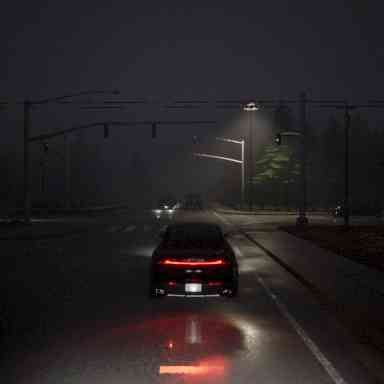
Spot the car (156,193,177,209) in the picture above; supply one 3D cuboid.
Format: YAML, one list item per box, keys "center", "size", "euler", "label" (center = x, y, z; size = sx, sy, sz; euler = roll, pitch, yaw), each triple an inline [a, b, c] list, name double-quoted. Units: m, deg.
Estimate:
- center: [-3.591, 1.221, 45.938]
  size: [2.150, 2.045, 5.566]
  euler: [0, 0, 0]
  label: "car"

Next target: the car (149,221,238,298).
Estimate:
- center: [0.049, 1.501, 8.525]
  size: [1.837, 1.490, 4.892]
  euler: [0, 0, 1]
  label: "car"

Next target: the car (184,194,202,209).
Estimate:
- center: [0.181, 1.221, 45.201]
  size: [2.150, 2.045, 5.566]
  euler: [0, 0, -1]
  label: "car"

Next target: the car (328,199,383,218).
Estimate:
- center: [14.590, 1.379, 29.660]
  size: [4.553, 1.767, 2.097]
  euler: [0, 0, 1]
  label: "car"

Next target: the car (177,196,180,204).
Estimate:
- center: [-3.557, 1.564, 55.864]
  size: [1.994, 1.385, 4.181]
  euler: [0, 0, 0]
  label: "car"

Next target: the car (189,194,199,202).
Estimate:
- center: [0.519, 1.355, 79.403]
  size: [2.097, 1.767, 4.553]
  euler: [0, 0, 2]
  label: "car"

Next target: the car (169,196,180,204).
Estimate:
- center: [-3.414, 1.505, 65.934]
  size: [1.837, 1.490, 4.892]
  euler: [0, 0, 1]
  label: "car"
